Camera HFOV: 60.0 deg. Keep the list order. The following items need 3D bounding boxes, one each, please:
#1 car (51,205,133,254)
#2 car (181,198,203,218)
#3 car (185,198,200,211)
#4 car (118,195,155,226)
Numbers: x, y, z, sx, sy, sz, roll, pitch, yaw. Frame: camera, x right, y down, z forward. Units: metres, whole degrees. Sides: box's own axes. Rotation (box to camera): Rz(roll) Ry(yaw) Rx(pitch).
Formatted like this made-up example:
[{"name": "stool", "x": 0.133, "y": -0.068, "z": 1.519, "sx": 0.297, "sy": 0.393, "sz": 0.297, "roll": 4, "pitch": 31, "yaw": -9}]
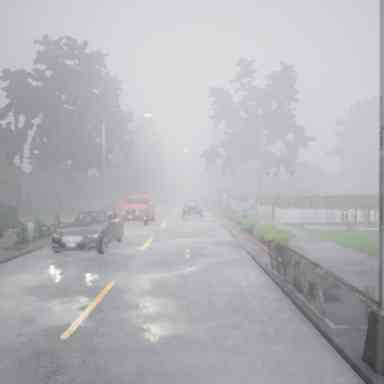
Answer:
[{"name": "car", "x": -4.060, "y": 1.516, "z": 13.669, "sx": 2.128, "sy": 1.511, "sz": 4.902, "roll": 0, "pitch": 0, "yaw": 0}, {"name": "car", "x": 0.030, "y": 1.580, "z": 31.147, "sx": 1.812, "sy": 1.442, "sz": 4.674, "roll": 0, "pitch": 0, "yaw": 0}, {"name": "car", "x": 0.048, "y": 1.584, "z": 44.285, "sx": 1.837, "sy": 1.490, "sz": 4.892, "roll": 0, "pitch": 0, "yaw": 0}, {"name": "car", "x": -4.000, "y": 1.264, "z": 24.371, "sx": 2.150, "sy": 2.045, "sz": 5.566, "roll": 0, "pitch": 0, "yaw": 0}]
